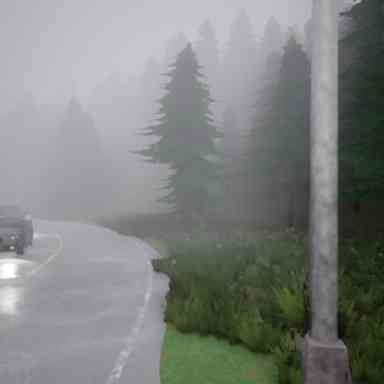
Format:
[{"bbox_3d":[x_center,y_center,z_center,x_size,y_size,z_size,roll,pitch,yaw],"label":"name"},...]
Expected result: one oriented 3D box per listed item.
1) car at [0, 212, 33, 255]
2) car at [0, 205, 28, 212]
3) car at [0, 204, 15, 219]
[{"bbox_3d":[-7.921,1.759,13.912,1.994,1.385,4.181,1,-1,-18],"label":"car"},{"bbox_3d":[-12.545,1.685,22.756,2.097,1.767,4.553,2,-2,-40],"label":"car"},{"bbox_3d":[-20.491,2.024,34.613,4.674,1.442,1.812,-1,-2,36],"label":"car"}]
